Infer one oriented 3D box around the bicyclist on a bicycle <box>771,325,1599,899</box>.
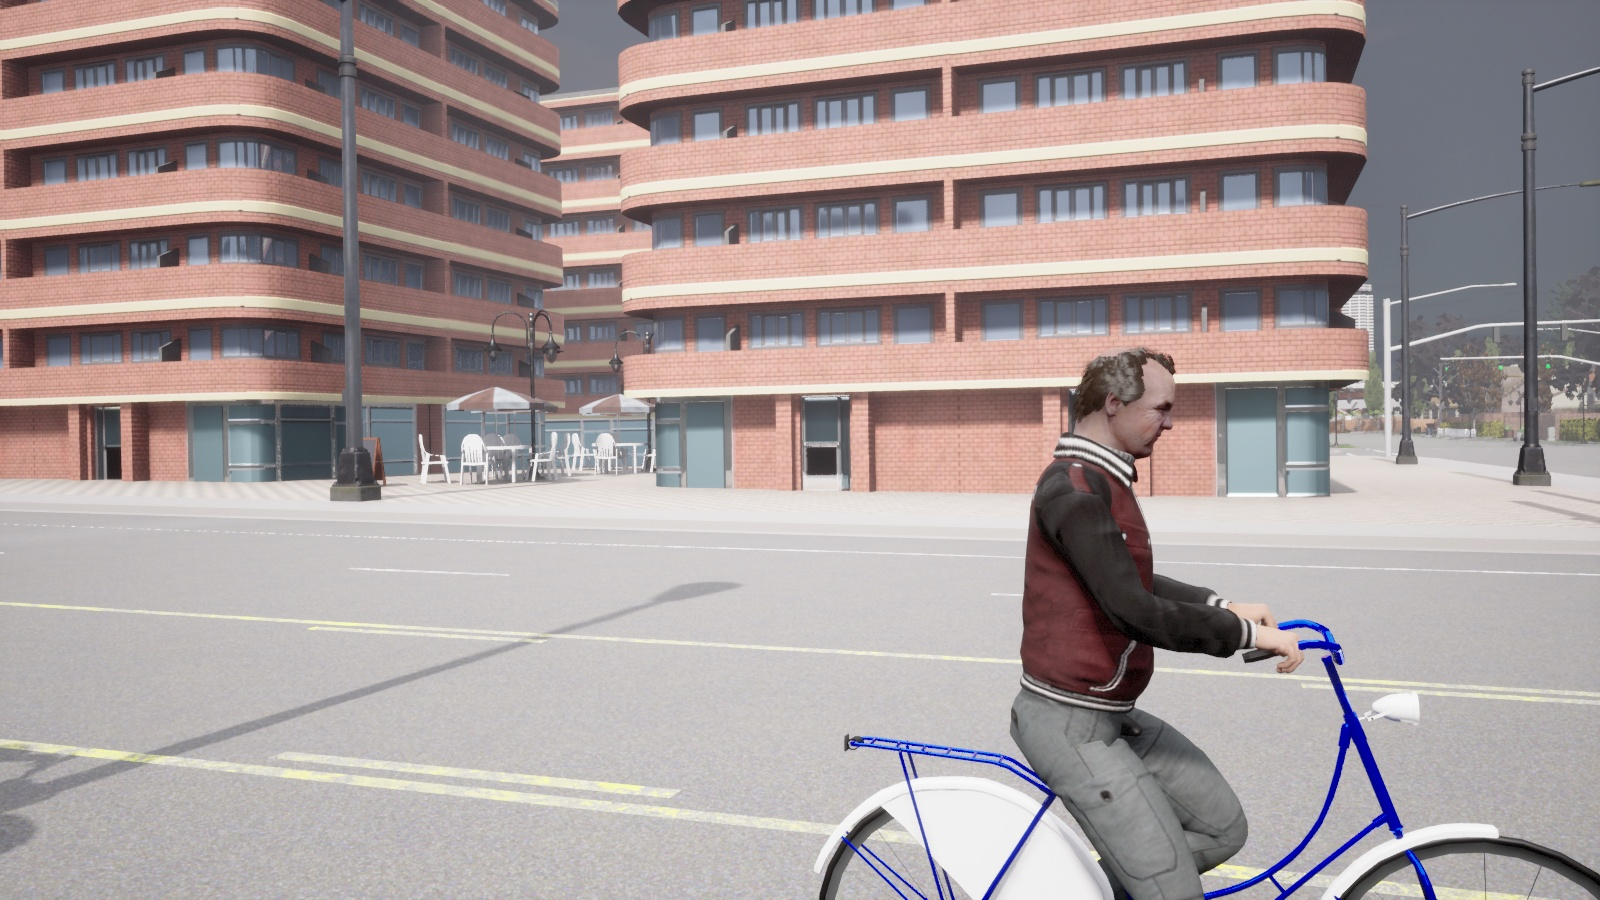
[{"bbox_3d":[0.914,0.654,2.814,1.843,1.776,0.659,0,1,18],"label":"bicyclist on a bicycle"}]
